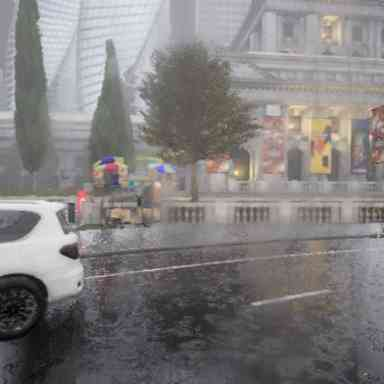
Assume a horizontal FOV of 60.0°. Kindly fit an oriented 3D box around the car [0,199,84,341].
[{"bbox_3d":[-4.493,1.155,4.890,5.566,2.045,2.150,0,0,-35],"label":"car"}]
